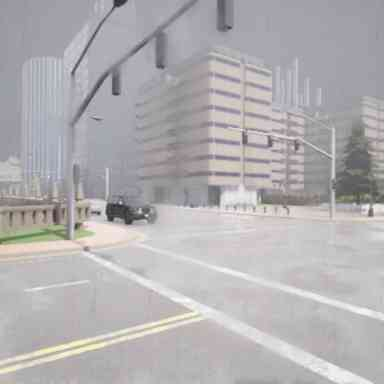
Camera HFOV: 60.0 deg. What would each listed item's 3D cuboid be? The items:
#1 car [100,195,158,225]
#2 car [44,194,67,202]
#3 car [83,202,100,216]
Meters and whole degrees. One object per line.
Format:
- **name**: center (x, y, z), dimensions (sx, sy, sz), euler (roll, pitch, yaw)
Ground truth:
- **car**: center (-4.714, 1.293, 25.199), dimensions (2.150, 2.045, 5.566), euler (0, 0, -35)
- **car**: center (-18.103, 1.294, 44.011), dimensions (2.150, 2.045, 5.566), euler (0, 0, -35)
- **car**: center (-10.720, 1.672, 33.622), dimensions (1.895, 1.301, 4.718), euler (0, 0, -35)
